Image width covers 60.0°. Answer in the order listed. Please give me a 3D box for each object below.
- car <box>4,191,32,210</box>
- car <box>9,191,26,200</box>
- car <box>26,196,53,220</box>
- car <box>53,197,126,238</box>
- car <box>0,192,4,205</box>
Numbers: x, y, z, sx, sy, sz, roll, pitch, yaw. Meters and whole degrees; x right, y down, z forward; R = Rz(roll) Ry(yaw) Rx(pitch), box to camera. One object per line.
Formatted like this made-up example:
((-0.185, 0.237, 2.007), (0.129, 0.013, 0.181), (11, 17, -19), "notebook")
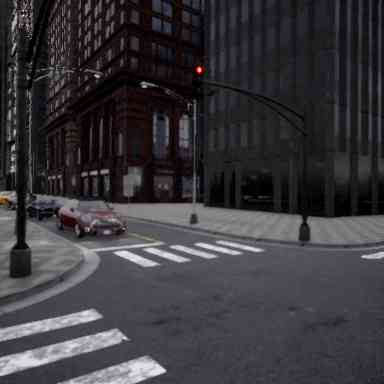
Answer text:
((-16.059, 0.750, 31.541), (2.097, 1.767, 4.553), (1, 1, -36), "car")
((-28.591, 0.515, 54.367), (1.812, 1.442, 4.674), (1, 1, -35), "car")
((-10.190, 1.180, 23.390), (1.895, 1.301, 4.718), (1, 1, -36), "car")
((-4.921, 1.099, 16.087), (2.097, 1.767, 4.553), (1, 1, -36), "car")
((-22.134, 0.695, 40.024), (1.882, 1.535, 5.008), (1, 1, -35), "car")
